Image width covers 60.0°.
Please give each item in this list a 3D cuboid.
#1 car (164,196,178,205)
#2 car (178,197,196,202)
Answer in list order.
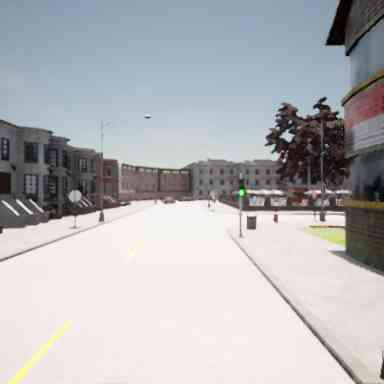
[{"bbox_3d":[-4.074,1.523,60.289,1.812,1.442,4.674,0,0,0],"label":"car"},{"bbox_3d":[-1.300,1.758,76.705,2.033,1.411,5.357,0,0,40],"label":"car"}]
